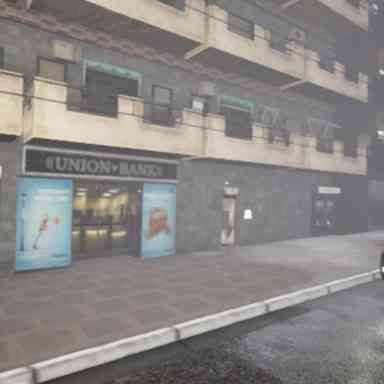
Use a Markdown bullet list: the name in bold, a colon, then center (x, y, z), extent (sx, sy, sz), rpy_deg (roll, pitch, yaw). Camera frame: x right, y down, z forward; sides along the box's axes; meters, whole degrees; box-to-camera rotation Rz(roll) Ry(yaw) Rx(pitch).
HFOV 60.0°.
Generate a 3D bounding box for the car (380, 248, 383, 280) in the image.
- **car**: center (6.700, 1.229, 7.851), extent (5.566, 2.045, 2.150), rpy_deg (0, 0, -36)
